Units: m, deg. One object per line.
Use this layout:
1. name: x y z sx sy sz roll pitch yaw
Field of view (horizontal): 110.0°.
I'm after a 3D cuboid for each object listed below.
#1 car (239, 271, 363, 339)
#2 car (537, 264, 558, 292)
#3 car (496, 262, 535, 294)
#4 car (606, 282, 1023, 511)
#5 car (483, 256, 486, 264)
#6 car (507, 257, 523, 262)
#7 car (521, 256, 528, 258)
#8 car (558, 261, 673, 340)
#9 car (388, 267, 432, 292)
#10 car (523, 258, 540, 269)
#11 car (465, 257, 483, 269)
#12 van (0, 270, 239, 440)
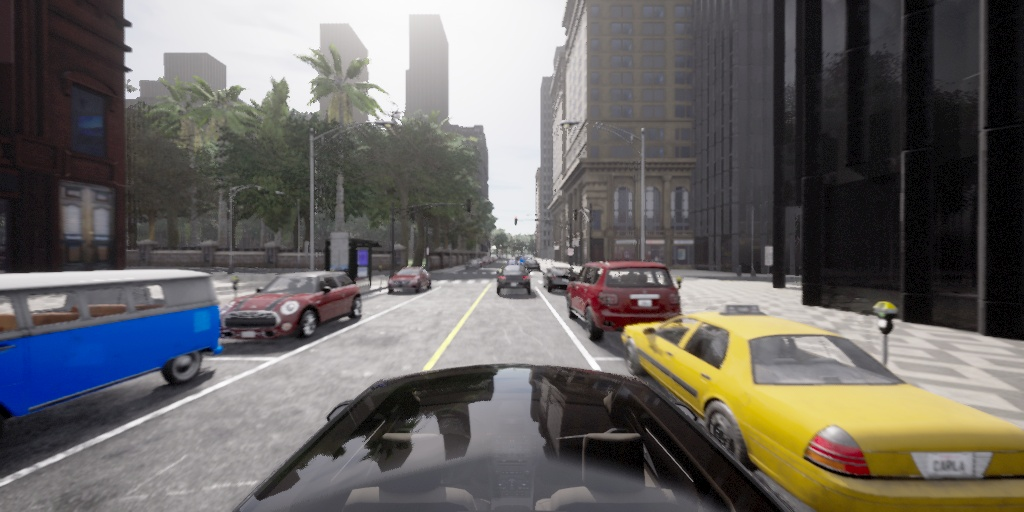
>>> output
1. car: -5.767 1.181 9.834 1.967 1.591 4.097 0 0 0
2. car: 2.753 1.286 20.673 1.948 1.339 4.313 0 0 0
3. car: 0.085 1.249 19.928 1.812 1.442 4.674 0 0 0
4. car: 2.761 1.271 4.567 1.751 1.417 4.829 0 0 0
5. car: -5.792 1.091 57.966 1.967 1.591 4.097 0 0 0
6. car: 0.077 1.200 45.751 1.812 1.442 4.674 0 0 0
7. car: 2.733 1.173 58.121 1.751 1.417 4.829 0 0 0
8. car: 2.758 1.052 9.822 2.192 1.841 5.009 0 0 0
9. car: -5.773 1.306 20.686 1.802 1.307 4.207 0 0 0
10. car: 2.739 1.236 47.110 1.948 1.339 4.313 0 0 0
11. car: -5.789 1.214 52.546 2.007 1.370 4.403 0 0 0
12. van: -5.764 1.090 4.407 1.690 1.789 3.998 0 0 0
